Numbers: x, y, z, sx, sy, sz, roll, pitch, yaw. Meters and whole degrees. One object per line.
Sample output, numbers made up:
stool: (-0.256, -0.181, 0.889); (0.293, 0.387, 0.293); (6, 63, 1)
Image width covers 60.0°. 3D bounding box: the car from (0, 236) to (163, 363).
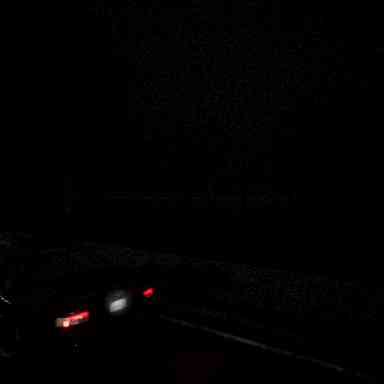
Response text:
car: (-3.014, 1.519, 5.837); (5.357, 1.411, 2.033); (0, 0, 36)
